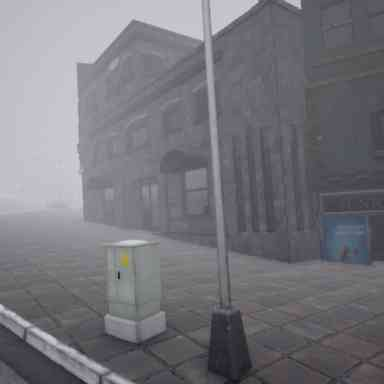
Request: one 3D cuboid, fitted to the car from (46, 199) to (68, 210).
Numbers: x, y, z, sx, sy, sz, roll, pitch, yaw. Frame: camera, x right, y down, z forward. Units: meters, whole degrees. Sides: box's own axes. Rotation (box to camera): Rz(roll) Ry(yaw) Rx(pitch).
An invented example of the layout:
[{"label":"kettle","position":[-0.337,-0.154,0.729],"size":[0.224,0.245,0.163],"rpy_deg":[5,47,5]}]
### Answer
[{"label":"car","position":[-26.164,2.330,64.569],"size":[2.150,2.045,5.566],"rpy_deg":[-4,-1,4]}]
